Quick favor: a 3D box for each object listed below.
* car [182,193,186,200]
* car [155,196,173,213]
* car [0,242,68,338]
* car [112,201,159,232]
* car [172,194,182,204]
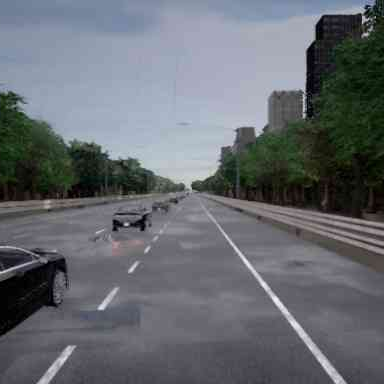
[{"bbox_3d":[-3.503,1.398,91.856,2.097,1.767,4.553,0,0,0],"label":"car"},{"bbox_3d":[-3.501,1.545,38.201,1.837,1.490,4.892,0,0,0],"label":"car"},{"bbox_3d":[-3.501,1.493,5.065,2.128,1.511,4.902,0,0,0],"label":"car"},{"bbox_3d":[-3.498,1.505,20.200,2.128,1.511,4.902,0,0,0],"label":"car"},{"bbox_3d":[-3.503,1.562,64.199,1.837,1.490,4.892,0,0,0],"label":"car"}]
